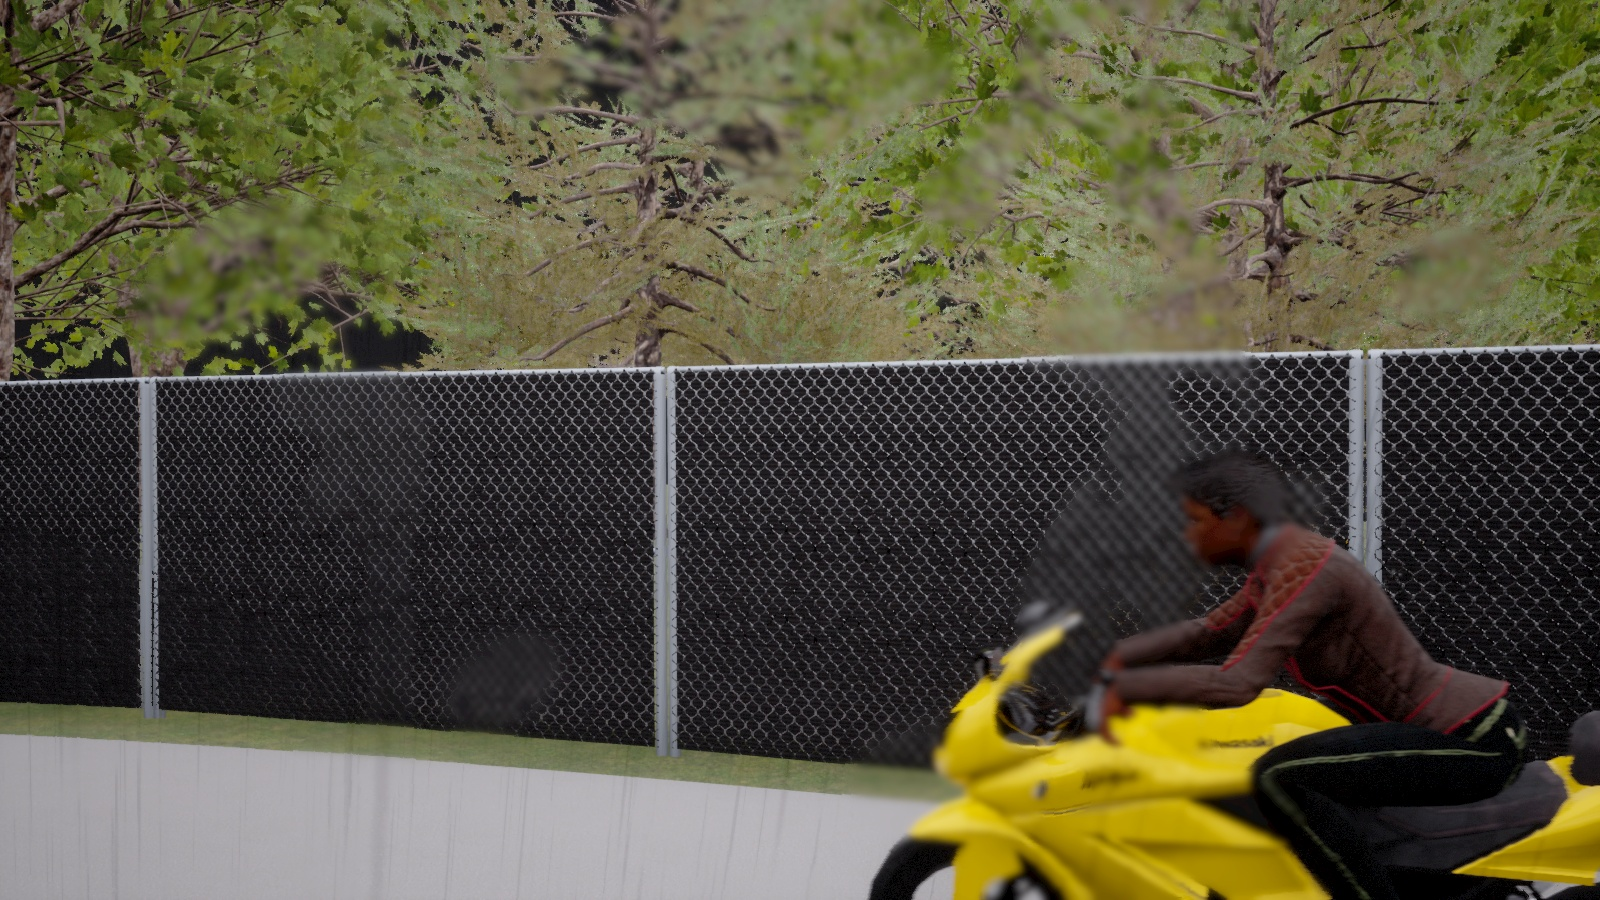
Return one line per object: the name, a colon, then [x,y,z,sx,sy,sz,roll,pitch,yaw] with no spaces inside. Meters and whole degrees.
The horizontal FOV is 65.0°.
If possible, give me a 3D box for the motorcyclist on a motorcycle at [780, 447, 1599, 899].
motorcyclist on a motorcycle: [1.051,0.768,2.866,2.044,1.523,0.797,0,1,20]
